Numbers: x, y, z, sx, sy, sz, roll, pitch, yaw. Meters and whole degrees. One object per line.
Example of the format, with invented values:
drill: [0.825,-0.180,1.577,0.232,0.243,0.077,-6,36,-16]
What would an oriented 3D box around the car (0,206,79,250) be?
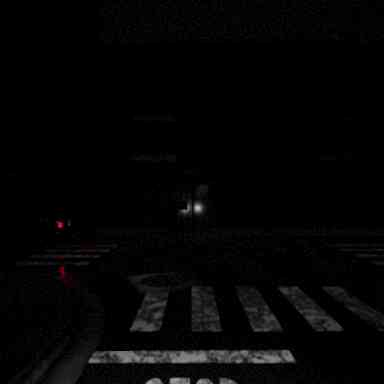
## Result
car: [-7.228,1.374,13.885,4.553,1.767,2.097,0,0,0]
